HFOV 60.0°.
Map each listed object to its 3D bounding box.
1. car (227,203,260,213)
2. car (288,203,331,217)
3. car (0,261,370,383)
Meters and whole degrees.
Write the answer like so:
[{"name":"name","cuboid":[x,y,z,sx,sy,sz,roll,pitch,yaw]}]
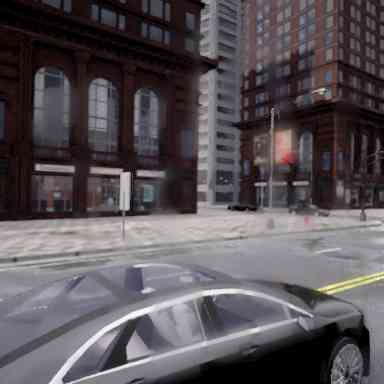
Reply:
[{"name":"car","cuboid":[6.910,2.110,44.470,1.895,1.301,4.718,1,-1,-35]},{"name":"car","cuboid":[12.725,1.989,36.298,1.812,1.442,4.674,1,-1,-36]},{"name":"car","cuboid":[-0.086,1.508,3.380,4.902,1.511,2.128,1,0,-35]}]
